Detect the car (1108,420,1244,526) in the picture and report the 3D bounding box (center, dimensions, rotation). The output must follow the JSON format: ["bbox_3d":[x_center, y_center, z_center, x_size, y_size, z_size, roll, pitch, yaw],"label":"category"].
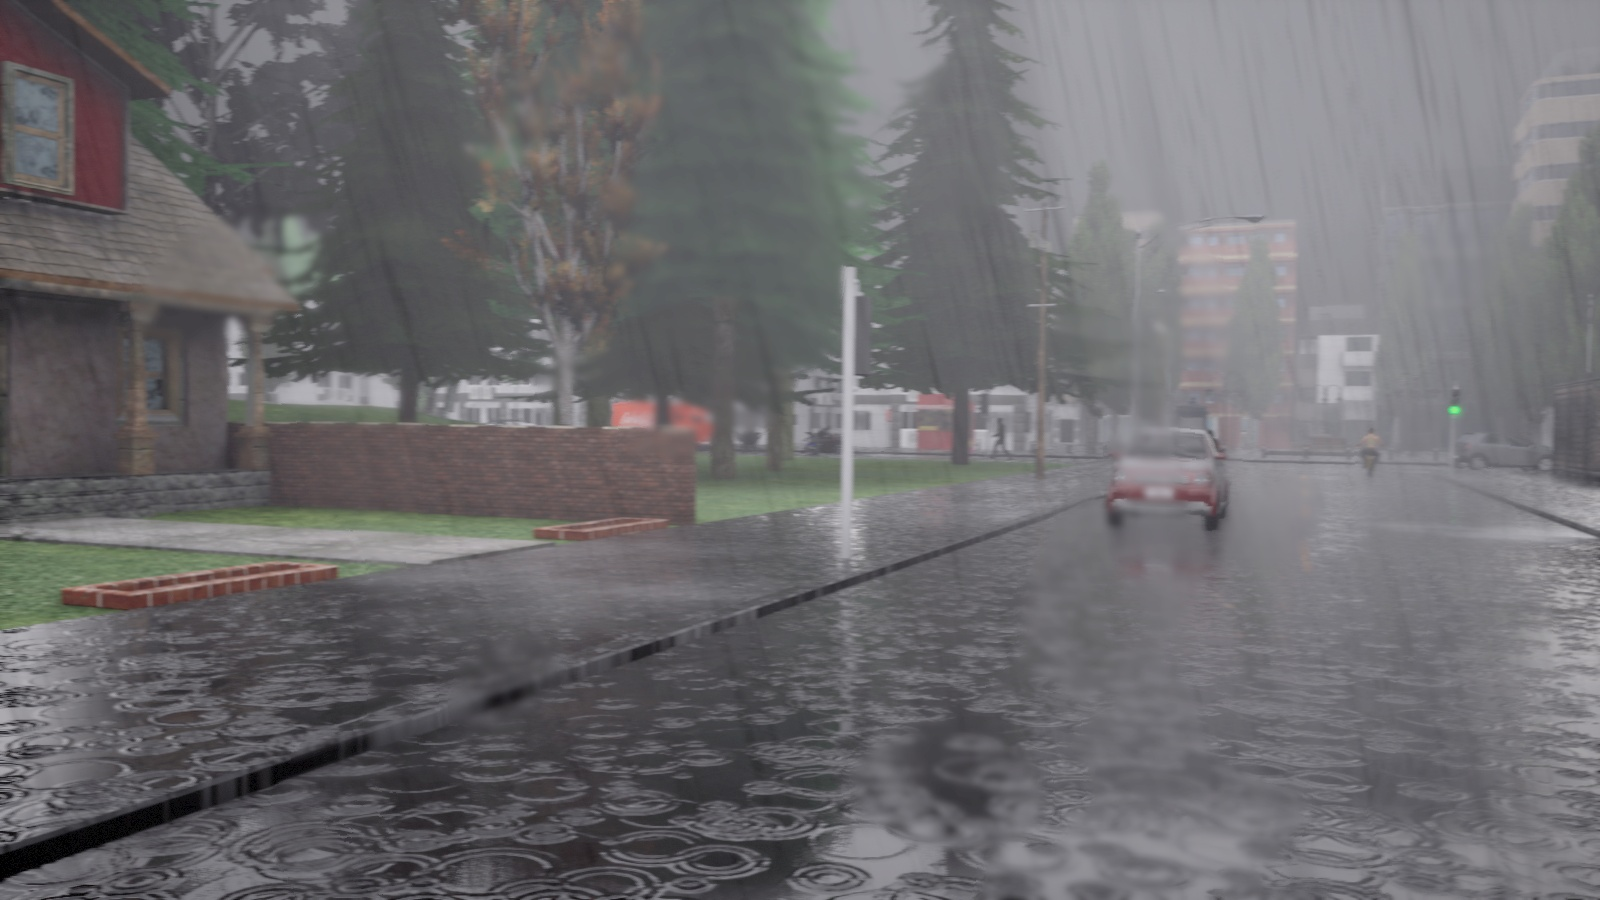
[{"bbox_3d":[6.150,0.295,20.284,1.789,1.549,3.705,0,1,22],"label":"car"}]

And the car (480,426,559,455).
[{"bbox_3d":[-14.972,-0.506,67.055,3.705,1.549,1.789,0,1,22],"label":"car"}]

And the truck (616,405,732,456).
[{"bbox_3d":[-6.364,-0.972,63.529,5.204,2.467,2.627,0,1,22],"label":"truck"}]

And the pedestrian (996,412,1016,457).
[{"bbox_3d":[8.510,-0.658,51.808,0.709,1.840,0.431,0,1,26],"label":"pedestrian"}]

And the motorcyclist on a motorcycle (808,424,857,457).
[{"bbox_3d":[1.570,-0.451,60.315,2.191,1.530,0.866,0,1,23],"label":"motorcyclist on a motorcycle"}]

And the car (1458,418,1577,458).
[{"bbox_3d":[28.090,-0.470,49.263,3.633,1.501,1.845,0,1,5],"label":"car"}]

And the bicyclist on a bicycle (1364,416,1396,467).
[{"bbox_3d":[18.880,-0.291,40.875,0.866,1.612,1.509,0,1,22],"label":"bicyclist on a bicycle"}]
